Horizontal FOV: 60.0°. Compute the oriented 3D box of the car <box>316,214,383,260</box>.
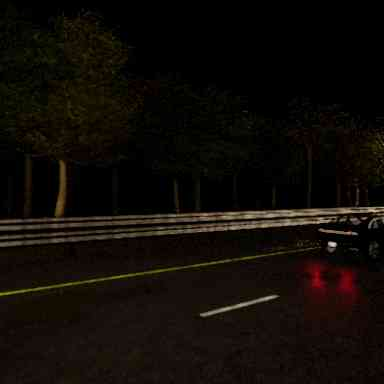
[{"bbox_3d":[6.838,1.610,12.911,4.902,1.511,2.128,1,0,-35],"label":"car"}]
